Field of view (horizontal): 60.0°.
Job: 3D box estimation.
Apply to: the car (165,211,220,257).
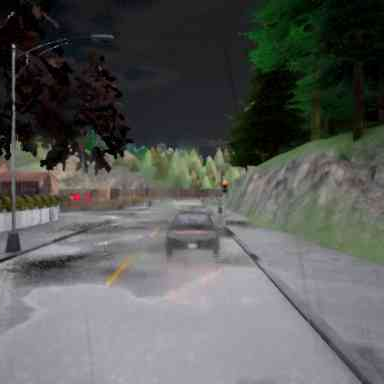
[{"bbox_3d":[0.039,1.491,12.914,2.128,1.511,4.902,0,0,1],"label":"car"}]
